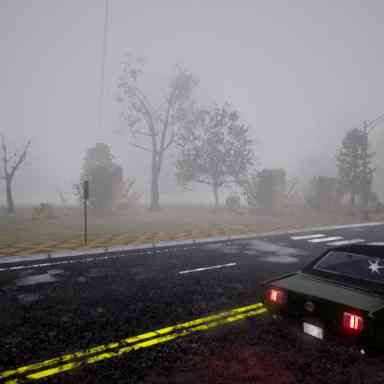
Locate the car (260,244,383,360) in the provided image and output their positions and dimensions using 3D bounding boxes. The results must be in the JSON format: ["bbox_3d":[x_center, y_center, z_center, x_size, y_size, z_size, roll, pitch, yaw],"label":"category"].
[{"bbox_3d":[3.480,1.600,5.790,4.718,1.301,1.895,0,0,-35],"label":"car"}]
